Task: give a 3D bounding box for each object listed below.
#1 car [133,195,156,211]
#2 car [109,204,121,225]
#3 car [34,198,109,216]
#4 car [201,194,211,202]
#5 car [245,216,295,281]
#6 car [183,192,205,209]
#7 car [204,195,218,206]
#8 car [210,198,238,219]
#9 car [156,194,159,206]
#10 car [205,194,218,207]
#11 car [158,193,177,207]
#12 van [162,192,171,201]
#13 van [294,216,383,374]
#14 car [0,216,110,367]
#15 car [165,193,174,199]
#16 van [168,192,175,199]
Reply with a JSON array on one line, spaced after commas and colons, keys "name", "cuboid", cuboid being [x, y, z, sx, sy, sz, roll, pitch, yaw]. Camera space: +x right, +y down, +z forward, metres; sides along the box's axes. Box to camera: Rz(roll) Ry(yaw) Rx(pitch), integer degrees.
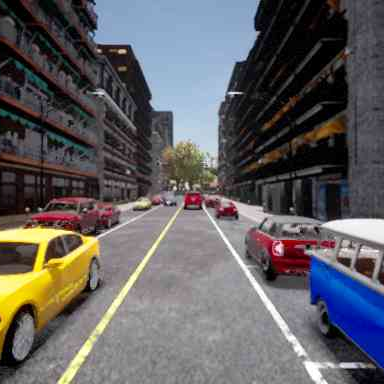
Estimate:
[{"name": "car", "cuboid": [-5.614, 1.302, 37.886, 1.752, 1.417, 4.829, 1, 0, 0]}, {"name": "car", "cuboid": [-5.657, 1.421, 20.968, 1.887, 1.381, 4.507, 1, 0, 0]}, {"name": "car", "cuboid": [-5.658, 1.225, 15.270, 2.192, 1.841, 5.009, 1, 0, 0]}, {"name": "car", "cuboid": [2.768, 1.155, 66.591, 1.887, 1.381, 4.507, 1, 0, 0]}, {"name": "car", "cuboid": [2.715, 1.383, 9.628, 1.967, 1.590, 4.097, 1, 0, 0]}, {"name": "car", "cuboid": [0.138, 0.982, 40.477, 2.150, 2.045, 5.566, 0, 0, 0]}, {"name": "car", "cuboid": [2.751, 1.254, 49.503, 1.887, 1.381, 4.507, 1, 0, 0]}, {"name": "car", "cuboid": [2.729, 1.424, 26.718, 1.802, 1.307, 4.206, 1, 0, 0]}, {"name": "car", "cuboid": [-5.596, 1.254, 49.449, 1.887, 1.381, 4.507, 1, 0, 0]}, {"name": "car", "cuboid": [2.746, 1.287, 43.806, 1.887, 1.381, 4.507, 1, 0, 0]}, {"name": "car", "cuboid": [-3.043, 1.221, 45.992, 2.128, 1.511, 4.902, 0, 0, 0]}, {"name": "van", "cuboid": [-5.571, 0.919, 72.233, 1.690, 1.788, 3.998, 1, 0, 0]}, {"name": "van", "cuboid": [2.711, 1.317, 3.932, 1.690, 1.788, 3.998, 1, 0, 0]}, {"name": "car", "cuboid": [-3.094, 1.442, 5.917, 1.882, 1.535, 5.008, 0, 0, 0]}, {"name": "car", "cuboid": [-5.564, 1.062, 83.627, 2.008, 1.369, 4.403, 1, 0, 0]}, {"name": "van", "cuboid": [-5.555, 0.820, 89.321, 1.690, 1.788, 3.998, 1, 0, 0]}]
